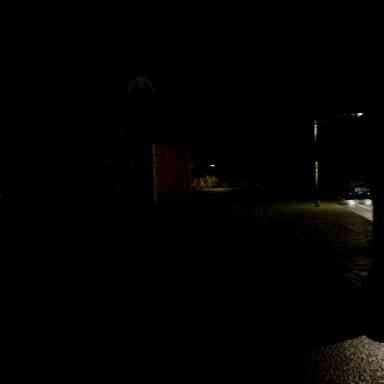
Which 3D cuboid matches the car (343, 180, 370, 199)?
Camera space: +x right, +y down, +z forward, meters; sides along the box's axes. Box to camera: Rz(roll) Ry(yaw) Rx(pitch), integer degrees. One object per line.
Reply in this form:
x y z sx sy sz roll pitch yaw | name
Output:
19.361 -0.381 39.415 2.150 2.045 5.566 -1 2 16 | car
